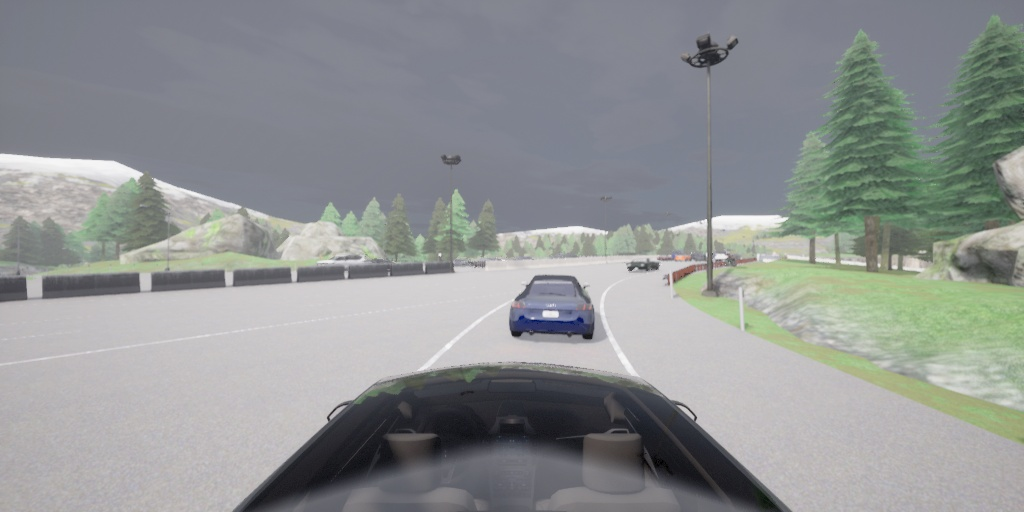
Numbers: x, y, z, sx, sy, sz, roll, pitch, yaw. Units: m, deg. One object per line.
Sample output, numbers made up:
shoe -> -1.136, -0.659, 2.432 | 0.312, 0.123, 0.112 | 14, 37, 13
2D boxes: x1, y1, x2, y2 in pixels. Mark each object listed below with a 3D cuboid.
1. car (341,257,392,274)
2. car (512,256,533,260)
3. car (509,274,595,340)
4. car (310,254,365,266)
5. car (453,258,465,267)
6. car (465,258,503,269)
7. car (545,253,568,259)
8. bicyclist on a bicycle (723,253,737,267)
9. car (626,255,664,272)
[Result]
car -> -14.088, 1.103, 36.062 | 1.837, 1.490, 4.892 | -1, 0, 40
car -> 1.678, 0.809, 65.374 | 2.033, 1.411, 5.357 | -1, 0, 41
car -> 1.145, 1.181, 9.710 | 1.994, 1.385, 4.181 | 1, 1, 9
car -> -19.291, 0.854, 40.745 | 2.150, 2.045, 5.566 | 0, 0, 40
car -> -8.844, 1.040, 53.057 | 1.895, 1.301, 4.718 | 0, 0, 40
car -> -3.334, 0.938, 48.743 | 2.033, 1.411, 5.357 | 0, 0, 40
car -> 6.803, 0.695, 60.638 | 1.882, 1.535, 5.008 | -1, 0, 41
bicyclist on a bicycle -> 26.148, 0.518, 43.253 | 1.656, 1.620, 0.582 | 1, 2, 34
car -> 12.901, 0.845, 34.957 | 1.895, 1.301, 4.718 | -1, 0, 39
